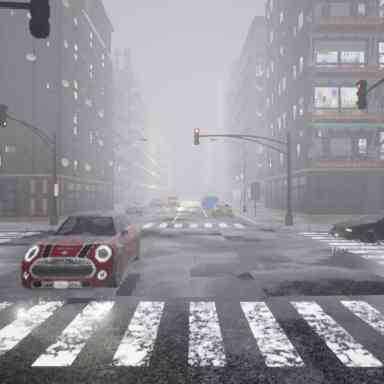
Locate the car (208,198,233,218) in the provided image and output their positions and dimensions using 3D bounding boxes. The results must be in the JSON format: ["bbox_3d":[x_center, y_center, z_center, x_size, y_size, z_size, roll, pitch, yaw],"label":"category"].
[{"bbox_3d":[2.704,1.537,30.210,1.752,1.417,4.829,1,0,0],"label":"car"}]

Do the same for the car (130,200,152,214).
[{"bbox_3d":[-5.436,1.565,32.665,2.008,1.369,4.403,1,0,0],"label":"car"}]

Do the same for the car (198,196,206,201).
[{"bbox_3d":[2.572,1.627,83.634,1.887,1.381,4.507,1,0,0],"label":"car"}]

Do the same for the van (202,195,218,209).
[{"bbox_3d":[2.608,1.366,44.044,1.690,1.788,3.998,1,0,0],"label":"van"}]

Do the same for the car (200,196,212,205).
[{"bbox_3d":[2.574,1.485,61.009,1.967,1.590,4.097,1,0,0],"label":"car"}]

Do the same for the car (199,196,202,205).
[{"bbox_3d":[2.576,1.346,49.697,2.192,1.841,5.009,1,0,0],"label":"car"}]

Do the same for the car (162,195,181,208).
[{"bbox_3d":[-2.750,1.368,48.099,2.097,1.767,4.553,0,0,0],"label":"car"}]

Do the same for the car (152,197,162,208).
[{"bbox_3d":[-5.307,1.613,49.638,1.802,1.307,4.206,1,0,0],"label":"car"}]

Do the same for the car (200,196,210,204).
[{"bbox_3d":[2.573,1.604,66.666,2.008,1.369,4.403,1,0,0],"label":"car"}]

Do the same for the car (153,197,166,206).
[{"bbox_3d":[-5.307,1.563,55.126,1.752,1.417,4.829,1,0,0],"label":"car"}]

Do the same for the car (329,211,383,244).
[{"bbox_3d":[9.179,1.543,15.092,5.357,1.411,2.033,0,-1,-2],"label":"car"}]

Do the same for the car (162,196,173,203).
[{"bbox_3d":[-5.308,1.612,72.270,2.008,1.369,4.403,1,0,0],"label":"car"}]

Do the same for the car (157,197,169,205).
[{"bbox_3d":[-5.308,1.627,60.954,1.802,1.307,4.206,1,0,0],"label":"car"}]

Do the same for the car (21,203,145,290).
[{"bbox_3d":[-2.750,1.353,9.226,2.097,1.767,4.553,0,0,0],"label":"car"}]
